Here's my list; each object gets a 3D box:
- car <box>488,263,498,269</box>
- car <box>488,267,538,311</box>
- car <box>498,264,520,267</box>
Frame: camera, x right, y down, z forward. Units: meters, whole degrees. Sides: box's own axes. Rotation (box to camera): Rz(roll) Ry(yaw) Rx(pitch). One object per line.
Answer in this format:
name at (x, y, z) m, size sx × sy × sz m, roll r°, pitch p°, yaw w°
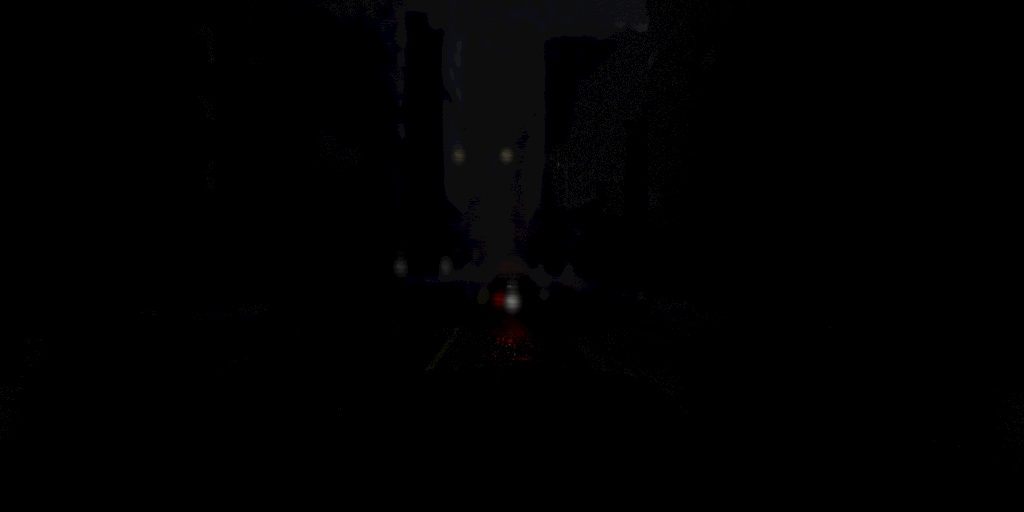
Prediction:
car at (-3.002, 1.875, 61.010) m, size 1.812 × 1.442 × 4.674 m, roll 0°, pitch -1°, yaw 0°
car at (0.027, 1.394, 15.349) m, size 1.837 × 1.490 × 4.892 m, roll 0°, pitch 0°, yaw 0°
car at (0.038, 1.523, 31.089) m, size 1.882 × 1.535 × 5.008 m, roll 0°, pitch 0°, yaw 0°
